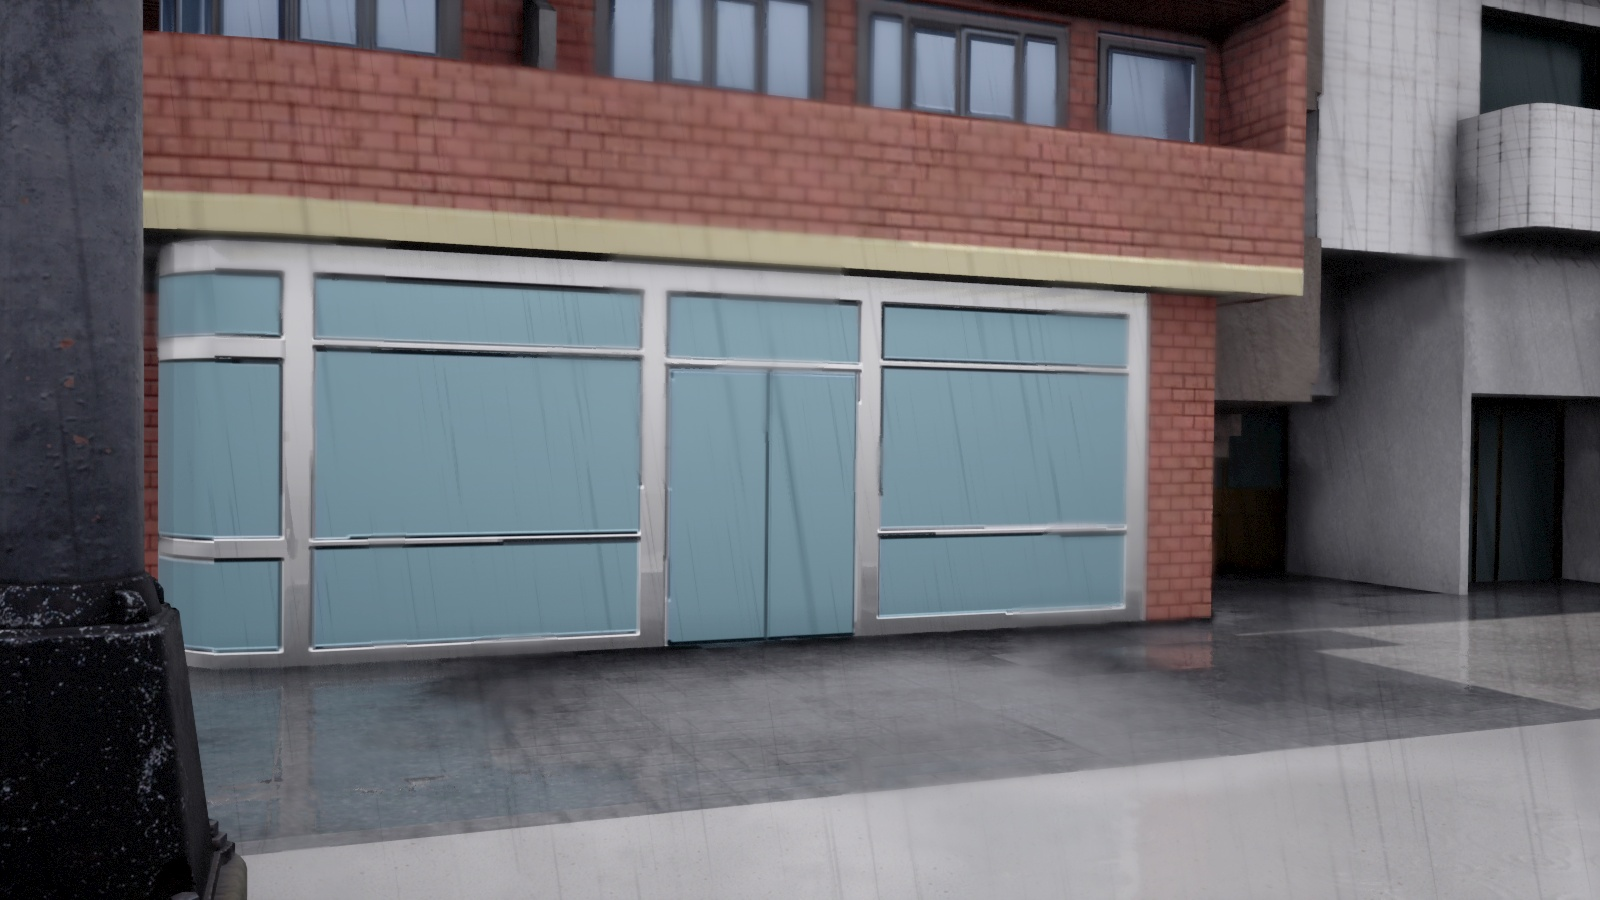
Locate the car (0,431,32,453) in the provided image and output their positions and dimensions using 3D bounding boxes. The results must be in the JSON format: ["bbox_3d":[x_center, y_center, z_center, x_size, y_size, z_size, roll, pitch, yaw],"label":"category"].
[{"bbox_3d":[-51.309,-0.518,80.884,1.994,1.385,4.181,-1,2,-14],"label":"car"}]
